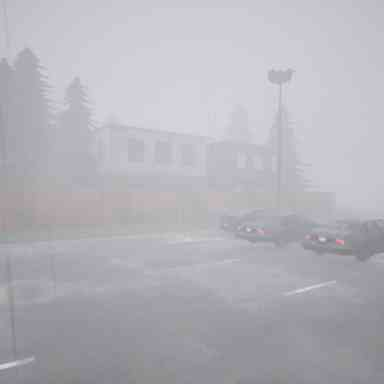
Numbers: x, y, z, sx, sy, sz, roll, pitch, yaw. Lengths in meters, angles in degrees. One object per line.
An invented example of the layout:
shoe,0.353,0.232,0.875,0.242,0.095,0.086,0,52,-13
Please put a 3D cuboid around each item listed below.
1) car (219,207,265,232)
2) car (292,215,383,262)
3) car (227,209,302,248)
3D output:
car,3.865,1.643,19.485,5.008,1.535,1.882,0,0,-35
car,6.503,1.693,12.794,5.357,1.411,2.033,1,0,-35
car,4.470,1.693,15.644,5.357,1.411,2.033,1,0,-35
